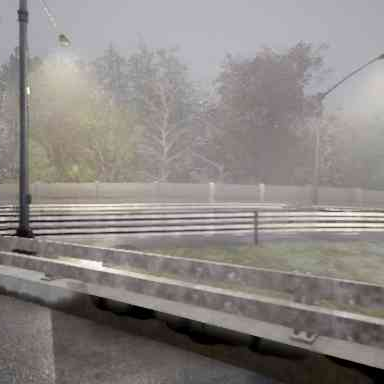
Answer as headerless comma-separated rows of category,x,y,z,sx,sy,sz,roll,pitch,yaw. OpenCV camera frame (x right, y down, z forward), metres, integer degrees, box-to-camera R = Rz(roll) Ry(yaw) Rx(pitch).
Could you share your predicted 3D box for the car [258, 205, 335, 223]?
car,6.096,1.567,19.891,4.892,1.490,1.837,-1,0,-12
